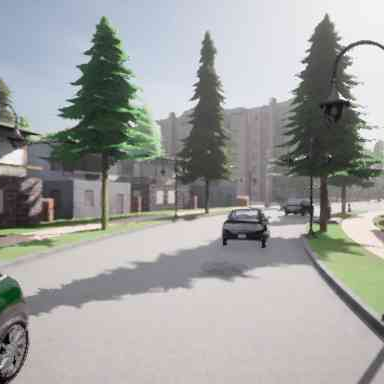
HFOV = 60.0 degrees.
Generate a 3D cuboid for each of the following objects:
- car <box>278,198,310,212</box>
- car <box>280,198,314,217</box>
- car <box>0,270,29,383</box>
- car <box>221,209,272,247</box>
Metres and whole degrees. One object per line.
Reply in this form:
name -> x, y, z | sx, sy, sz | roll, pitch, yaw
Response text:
car -> 12.867, 1.557, 41.831 | 1.882, 1.535, 5.008 | 0, 0, 41
car -> 10.471, 1.552, 32.434 | 2.128, 1.511, 4.902 | 0, 0, 33
car -> -3.248, 1.331, 2.398 | 2.097, 1.767, 4.553 | 0, 0, 4
car -> 2.563, 1.506, 15.255 | 2.128, 1.511, 4.902 | 0, 0, 15
